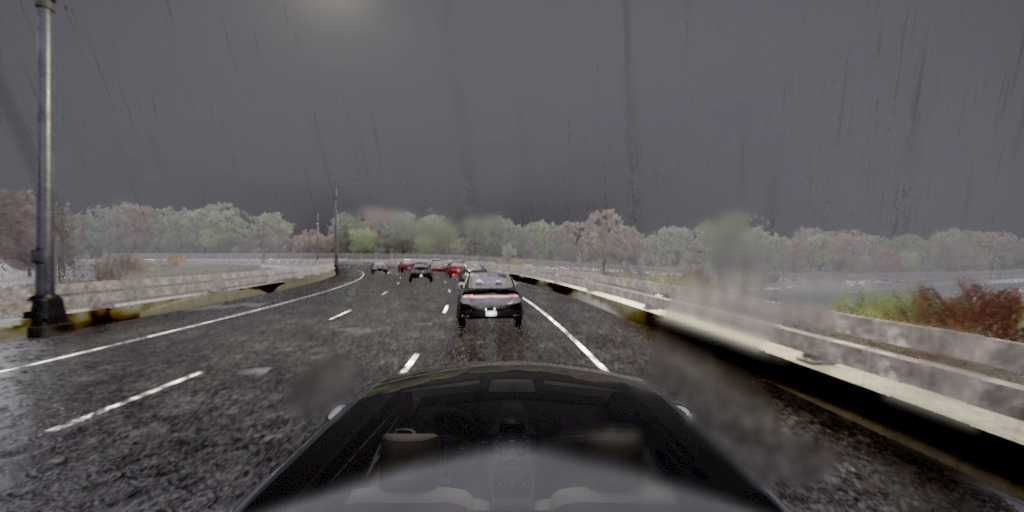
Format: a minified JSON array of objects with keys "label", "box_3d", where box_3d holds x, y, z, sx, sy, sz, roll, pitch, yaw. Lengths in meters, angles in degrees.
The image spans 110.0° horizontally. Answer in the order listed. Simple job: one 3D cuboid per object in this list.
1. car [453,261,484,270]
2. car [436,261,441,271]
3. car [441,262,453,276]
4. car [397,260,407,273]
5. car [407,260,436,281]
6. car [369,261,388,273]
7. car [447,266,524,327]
[{"label":"car","box_3d":[-2.569,1.273,23.562,2.128,1.511,4.902,0,0,-11]},{"label":"car","box_3d":[-9.810,1.384,46.337,1.994,1.385,4.181,0,0,-23]},{"label":"car","box_3d":[-5.419,1.277,34.800,1.882,1.535,5.008,0,0,-17]},{"label":"car","box_3d":[-13.540,1.301,46.119,1.882,1.535,5.008,0,0,-24]},{"label":"car","box_3d":[-7.763,1.301,30.422,1.837,1.490,4.892,0,0,-16]},{"label":"car","box_3d":[-16.557,1.373,44.466,2.033,1.411,5.357,0,0,-25]},{"label":"car","box_3d":[-0.746,1.255,11.573,2.128,1.511,4.902,0,0,-5]}]
